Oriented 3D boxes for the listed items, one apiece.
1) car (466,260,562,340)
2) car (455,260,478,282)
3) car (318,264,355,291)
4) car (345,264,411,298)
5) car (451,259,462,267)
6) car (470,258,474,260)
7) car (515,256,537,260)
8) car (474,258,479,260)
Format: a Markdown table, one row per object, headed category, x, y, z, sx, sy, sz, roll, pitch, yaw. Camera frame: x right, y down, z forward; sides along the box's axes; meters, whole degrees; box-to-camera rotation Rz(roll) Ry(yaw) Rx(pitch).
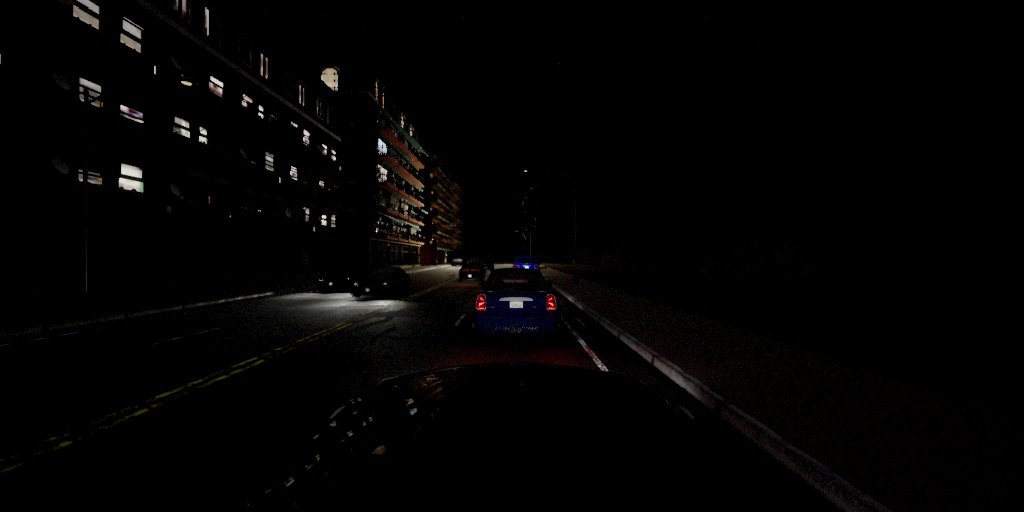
| category | x | y | z | sx | sy | sz | roll | pitch | yaw |
| --- | --- | --- | --- | --- | --- | --- | --- | --- | --- |
| car | 0.097 | 1.103 | 10.099 | 2.097 | 1.767 | 4.553 | 0 | 0 | 0 |
| car | -3.153 | 1.257 | 29.248 | 1.837 | 1.490 | 4.892 | 0 | 0 | 0 |
| car | -9.854 | 1.258 | 21.884 | 1.837 | 1.490 | 4.892 | 0 | 0 | 0 |
| car | -6.604 | 1.278 | 18.709 | 1.812 | 1.442 | 4.674 | 0 | 0 | 0 |
| car | -9.806 | 1.242 | 64.643 | 2.128 | 1.511 | 4.902 | 0 | 0 | 0 |
| car | -6.576 | 1.103 | 61.930 | 2.097 | 1.767 | 4.553 | 0 | 0 | 0 |
| car | 1.135 | 0.979 | 30.053 | 2.150 | 2.045 | 5.566 | 0 | 0 | 0 |
| car | -3.154 | 1.244 | 44.466 | 2.128 | 1.511 | 4.902 | 0 | 0 | 0 |
